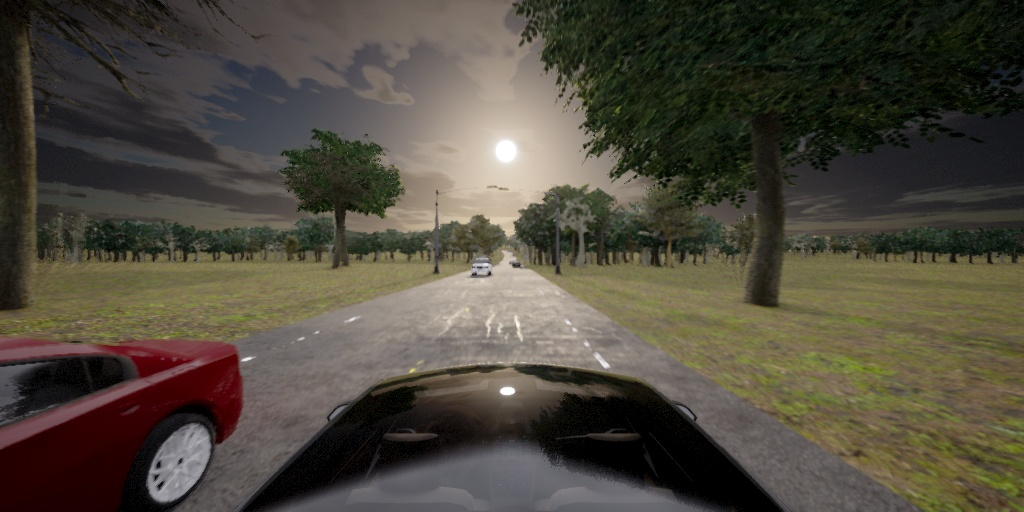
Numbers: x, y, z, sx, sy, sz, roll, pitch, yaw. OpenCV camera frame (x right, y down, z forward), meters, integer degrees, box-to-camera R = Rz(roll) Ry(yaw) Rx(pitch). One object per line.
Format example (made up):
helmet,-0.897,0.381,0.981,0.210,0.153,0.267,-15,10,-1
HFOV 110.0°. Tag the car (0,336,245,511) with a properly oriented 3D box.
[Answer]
car,-3.600,1.225,1.468,1.882,1.535,5.008,0,-1,0

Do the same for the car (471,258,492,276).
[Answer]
car,-3.579,1.256,42.877,2.150,2.045,5.566,0,0,0
